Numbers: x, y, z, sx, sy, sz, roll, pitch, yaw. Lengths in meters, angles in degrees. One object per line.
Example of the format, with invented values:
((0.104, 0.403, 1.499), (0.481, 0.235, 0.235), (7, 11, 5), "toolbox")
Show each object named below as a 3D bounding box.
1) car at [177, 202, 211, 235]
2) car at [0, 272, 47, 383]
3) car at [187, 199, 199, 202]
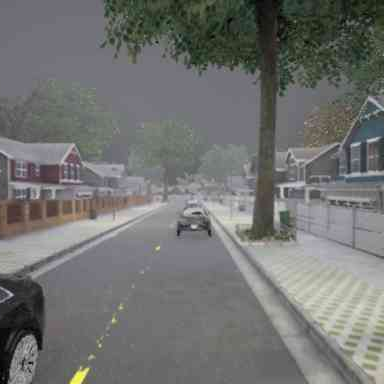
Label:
((0.110, 1.546, 18.822), (1.812, 1.442, 4.674), (0, 0, 0), "car")
((-2.748, 1.493, 2.269), (2.128, 1.511, 4.902), (0, 0, 0), "car")
((0.139, 1.590, 38.736), (1.812, 1.442, 4.674), (0, 0, 0), "car")
